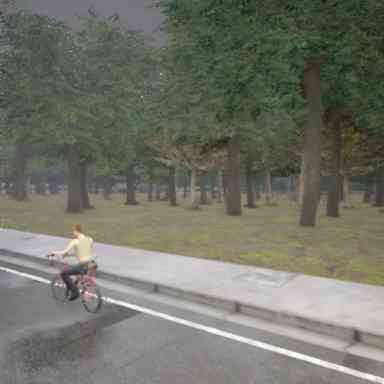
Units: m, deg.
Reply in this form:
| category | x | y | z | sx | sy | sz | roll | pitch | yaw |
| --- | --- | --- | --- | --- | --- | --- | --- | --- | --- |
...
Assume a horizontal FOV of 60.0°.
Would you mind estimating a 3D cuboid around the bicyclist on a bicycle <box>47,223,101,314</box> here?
| category | x | y | z | sx | sy | sz | roll | pitch | yaw |
| --- | --- | --- | --- | --- | --- | --- | --- | --- | --- |
| bicyclist on a bicycle | -2.199 | 1.379 | 6.251 | 1.509 | 1.612 | 0.866 | 1 | 0 | 35 |
